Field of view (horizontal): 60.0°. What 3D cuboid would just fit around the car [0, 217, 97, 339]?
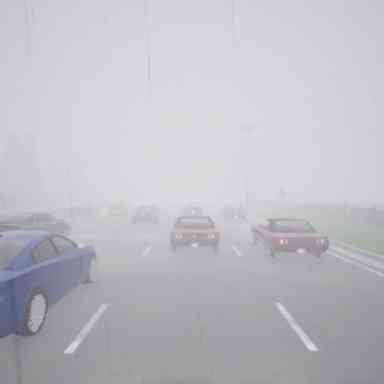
[{"bbox_3d":[-3.398,1.512,6.718,1.882,1.535,5.008,0,0,0],"label":"car"}]

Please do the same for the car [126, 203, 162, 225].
[{"bbox_3d":[-3.396,1.677,25.616,2.033,1.411,5.357,0,0,0],"label":"car"}]

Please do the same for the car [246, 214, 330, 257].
[{"bbox_3d":[3.603,1.668,13.186,1.895,1.301,4.718,0,0,0],"label":"car"}]

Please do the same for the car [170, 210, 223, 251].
[{"bbox_3d":[0.102,1.674,14.485,1.895,1.301,4.718,0,0,0],"label":"car"}]

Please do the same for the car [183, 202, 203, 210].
[{"bbox_3d":[0.091,1.688,32.134,1.812,1.442,4.674,0,0,0],"label":"car"}]

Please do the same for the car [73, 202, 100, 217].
[{"bbox_3d":[-10.409,1.688,32.133,1.812,1.442,4.674,0,0,0],"label":"car"}]

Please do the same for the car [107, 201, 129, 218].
[{"bbox_3d":[-6.896,1.643,32.629,1.882,1.535,5.008,0,0,0],"label":"car"}]

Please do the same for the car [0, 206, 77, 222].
[{"bbox_3d":[-6.898,1.578,14.415,1.837,1.490,4.892,0,0,0],"label":"car"}]

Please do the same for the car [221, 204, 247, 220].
[{"bbox_3d":[3.605,1.750,29.565,1.895,1.301,4.718,0,0,0],"label":"car"}]
